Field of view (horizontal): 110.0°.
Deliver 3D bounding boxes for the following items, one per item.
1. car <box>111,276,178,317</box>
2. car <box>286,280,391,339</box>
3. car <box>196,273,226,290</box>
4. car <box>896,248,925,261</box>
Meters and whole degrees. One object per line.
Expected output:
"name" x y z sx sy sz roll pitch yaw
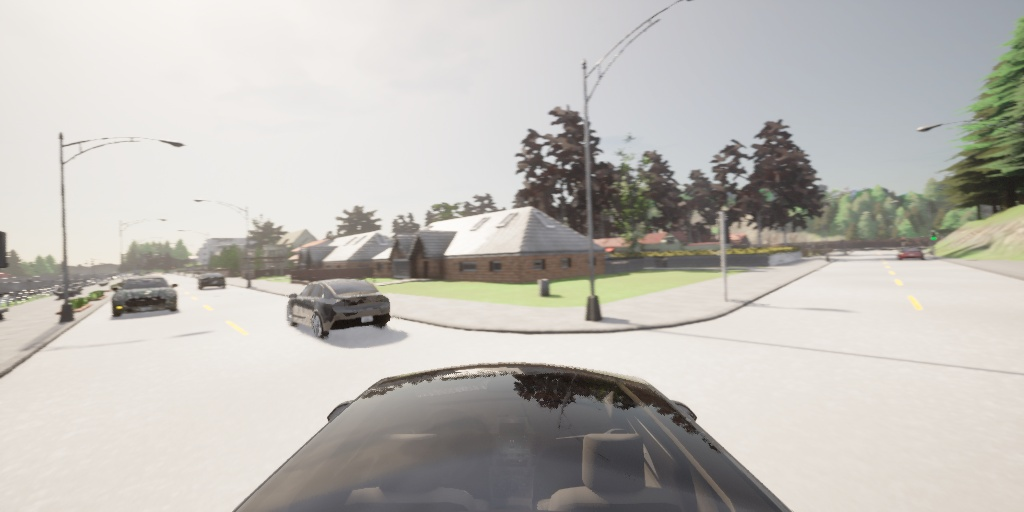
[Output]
"car" -17.554 1.786 17.234 2.097 1.767 4.553 -2 0 -45
"car" -5.498 1.479 11.137 1.837 1.490 4.892 -1 -1 -44
"car" -28.964 2.373 34.547 1.882 1.535 5.008 -2 0 -44
"car" 44.079 -0.225 39.690 4.181 1.385 1.994 -2 0 -45
